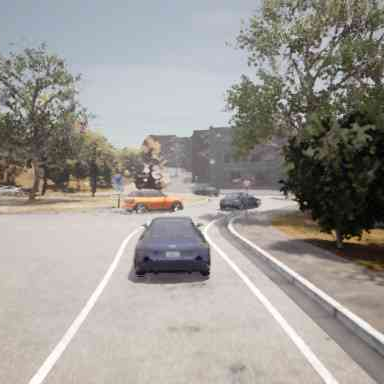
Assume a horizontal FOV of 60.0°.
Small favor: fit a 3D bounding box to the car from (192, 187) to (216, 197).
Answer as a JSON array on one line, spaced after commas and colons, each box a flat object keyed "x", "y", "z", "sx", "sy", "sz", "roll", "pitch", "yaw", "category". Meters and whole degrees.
[{"x": 2.012, "y": -0.074, "z": 49.173, "sx": 2.033, "sy": 1.411, "sz": 5.357, "roll": -1, "pitch": 2, "yaw": -31, "category": "car"}]

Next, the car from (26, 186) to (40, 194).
[{"x": -28.031, "y": -0.301, "z": 55.334, "sx": 4.718, "sy": 1.301, "sz": 1.895, "roll": -1, "pitch": 2, "yaw": -42, "category": "car"}]

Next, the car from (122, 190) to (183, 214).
[{"x": -2.886, "y": 0.638, "z": 25.172, "sx": 4.553, "sy": 1.767, "sz": 2.097, "roll": -2, "pitch": 2, "yaw": -36, "category": "car"}]

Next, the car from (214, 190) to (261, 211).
[{"x": 4.100, "y": 0.734, "z": 28.045, "sx": 1.994, "sy": 1.385, "sz": 4.181, "roll": 2, "pitch": 3, "yaw": 40, "category": "car"}]

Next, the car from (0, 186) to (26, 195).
[{"x": -28.211, "y": -0.135, "z": 50.154, "sx": 1.812, "sy": 1.442, "sz": 4.674, "roll": 1, "pitch": 2, "yaw": 39, "category": "car"}]

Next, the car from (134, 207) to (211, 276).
[{"x": -0.577, "y": 1.401, "z": 9.950, "sx": 1.994, "sy": 1.385, "sz": 4.181, "roll": 0, "pitch": 2, "yaw": -3, "category": "car"}]
